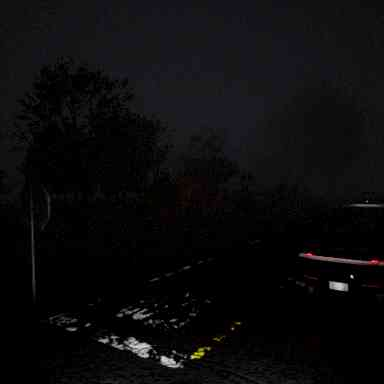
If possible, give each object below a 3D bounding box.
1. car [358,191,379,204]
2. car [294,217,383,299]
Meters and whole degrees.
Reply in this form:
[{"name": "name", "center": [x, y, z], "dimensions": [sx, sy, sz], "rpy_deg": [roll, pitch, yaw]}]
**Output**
[{"name": "car", "center": [20.635, 0.598, 38.686], "dimensions": [2.033, 1.411, 5.357], "rpy_deg": [0, 1, 33]}, {"name": "car", "center": [3.798, 1.329, 7.655], "dimensions": [2.128, 1.511, 4.902], "rpy_deg": [0, 1, 33]}]
